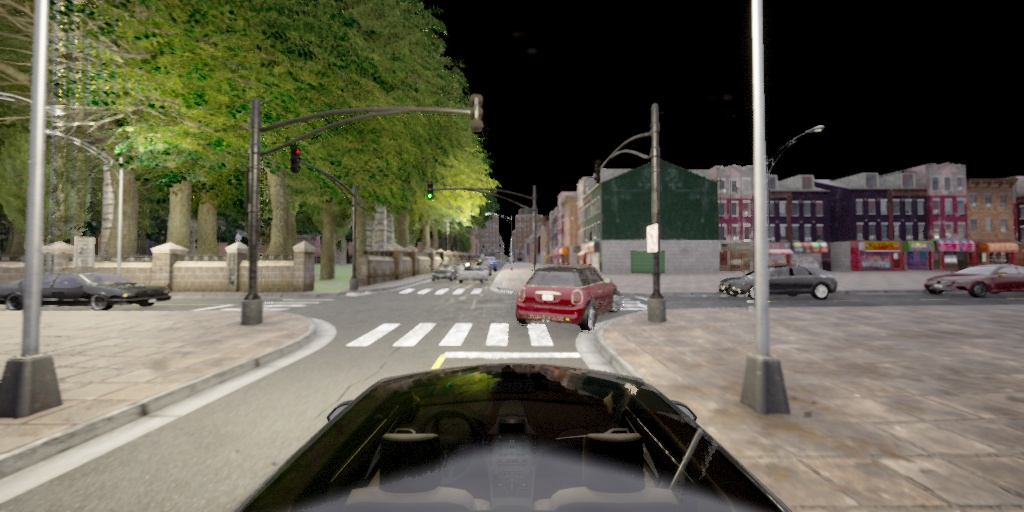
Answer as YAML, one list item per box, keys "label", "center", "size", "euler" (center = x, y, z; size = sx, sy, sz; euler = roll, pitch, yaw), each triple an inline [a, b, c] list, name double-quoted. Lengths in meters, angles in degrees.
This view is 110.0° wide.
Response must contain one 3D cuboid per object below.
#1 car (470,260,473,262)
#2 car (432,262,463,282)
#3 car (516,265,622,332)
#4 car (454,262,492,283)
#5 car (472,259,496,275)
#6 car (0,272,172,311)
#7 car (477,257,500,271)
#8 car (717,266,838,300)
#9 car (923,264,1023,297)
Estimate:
- label: "car"
  center: [-5.585, 1.382, 37.128]
  size: [2.007, 1.370, 4.403]
  euler: [0, 0, 0]
- label: "car"
  center: [-5.550, 1.362, 29.992]
  size: [2.007, 1.370, 4.403]
  euler: [0, 0, 0]
- label: "car"
  center: [1.944, 1.069, 11.313]
  size: [2.097, 1.767, 4.553]
  euler: [0, 1, 28]
- label: "car"
  center: [-2.969, 1.408, 28.337]
  size: [1.895, 1.301, 4.718]
  euler: [0, 0, 2]
- label: "car"
  center: [-3.057, 1.341, 38.413]
  size: [1.837, 1.490, 4.892]
  euler: [0, 0, -1]
- label: "car"
  center: [-16.238, 1.298, 13.557]
  size: [5.357, 1.411, 2.033]
  euler: [0, -1, 0]
- label: "car"
  center: [-3.138, 1.095, 49.076]
  size: [2.150, 2.045, 5.566]
  euler: [0, 0, 0]
- label: "car"
  center: [12.217, 1.206, 16.677]
  size: [4.892, 1.490, 1.837]
  euler: [-1, -1, 0]
- label: "car"
  center: [22.247, 1.120, 16.753]
  size: [4.674, 1.442, 1.812]
  euler: [-1, -1, 0]
